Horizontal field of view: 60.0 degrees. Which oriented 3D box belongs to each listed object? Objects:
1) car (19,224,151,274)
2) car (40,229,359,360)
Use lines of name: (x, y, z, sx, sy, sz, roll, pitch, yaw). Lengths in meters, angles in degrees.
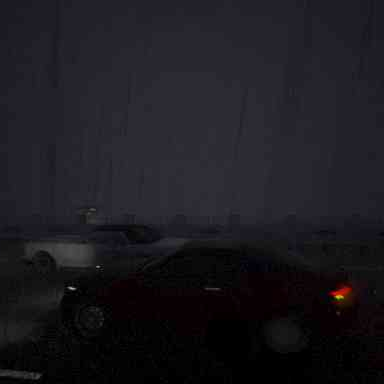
car: (-2.392, 1.608, 9.600, 4.718, 1.301, 1.895, 0, 0, 11)
car: (0.181, 1.527, 5.537, 4.674, 1.442, 1.812, 0, 0, 11)
